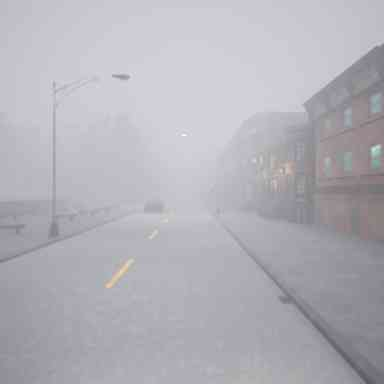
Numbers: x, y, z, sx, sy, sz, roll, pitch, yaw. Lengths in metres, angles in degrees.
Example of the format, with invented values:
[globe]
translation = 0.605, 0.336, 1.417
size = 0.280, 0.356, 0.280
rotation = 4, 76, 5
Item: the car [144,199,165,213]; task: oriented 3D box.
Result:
[car]
translation = -4.071, 1.465, 36.534
size = 1.882, 1.535, 5.008
rotation = 0, 0, 0
